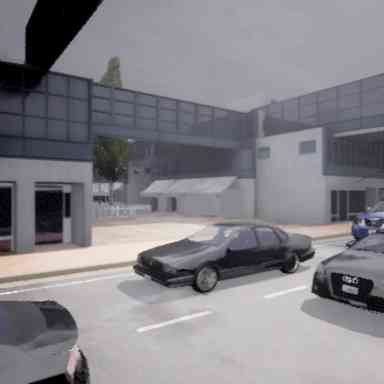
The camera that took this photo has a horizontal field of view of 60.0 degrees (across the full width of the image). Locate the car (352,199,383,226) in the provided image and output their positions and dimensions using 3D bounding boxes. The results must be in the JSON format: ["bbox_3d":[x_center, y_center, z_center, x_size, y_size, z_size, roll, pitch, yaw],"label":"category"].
[{"bbox_3d":[9.536,1.262,15.065,5.566,2.045,2.150,0,0,-36],"label":"car"}]

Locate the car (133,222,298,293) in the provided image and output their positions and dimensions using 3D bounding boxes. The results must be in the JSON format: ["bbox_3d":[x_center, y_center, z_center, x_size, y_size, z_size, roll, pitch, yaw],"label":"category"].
[{"bbox_3d":[1.161,1.563,9.113,5.357,1.411,2.033,0,0,-36],"label":"car"}]

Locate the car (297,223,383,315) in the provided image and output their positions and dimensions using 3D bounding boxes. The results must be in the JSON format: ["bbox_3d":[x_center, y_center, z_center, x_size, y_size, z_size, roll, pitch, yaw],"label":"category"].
[{"bbox_3d":[4.477,1.583,7.173,4.181,1.385,1.994,0,0,-36],"label":"car"}]

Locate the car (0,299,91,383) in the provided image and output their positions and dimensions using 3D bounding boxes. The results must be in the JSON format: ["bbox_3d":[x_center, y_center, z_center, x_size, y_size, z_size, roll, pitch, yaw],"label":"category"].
[{"bbox_3d":[-3.070,1.488,1.785,4.902,1.511,2.128,0,0,-35],"label":"car"}]
